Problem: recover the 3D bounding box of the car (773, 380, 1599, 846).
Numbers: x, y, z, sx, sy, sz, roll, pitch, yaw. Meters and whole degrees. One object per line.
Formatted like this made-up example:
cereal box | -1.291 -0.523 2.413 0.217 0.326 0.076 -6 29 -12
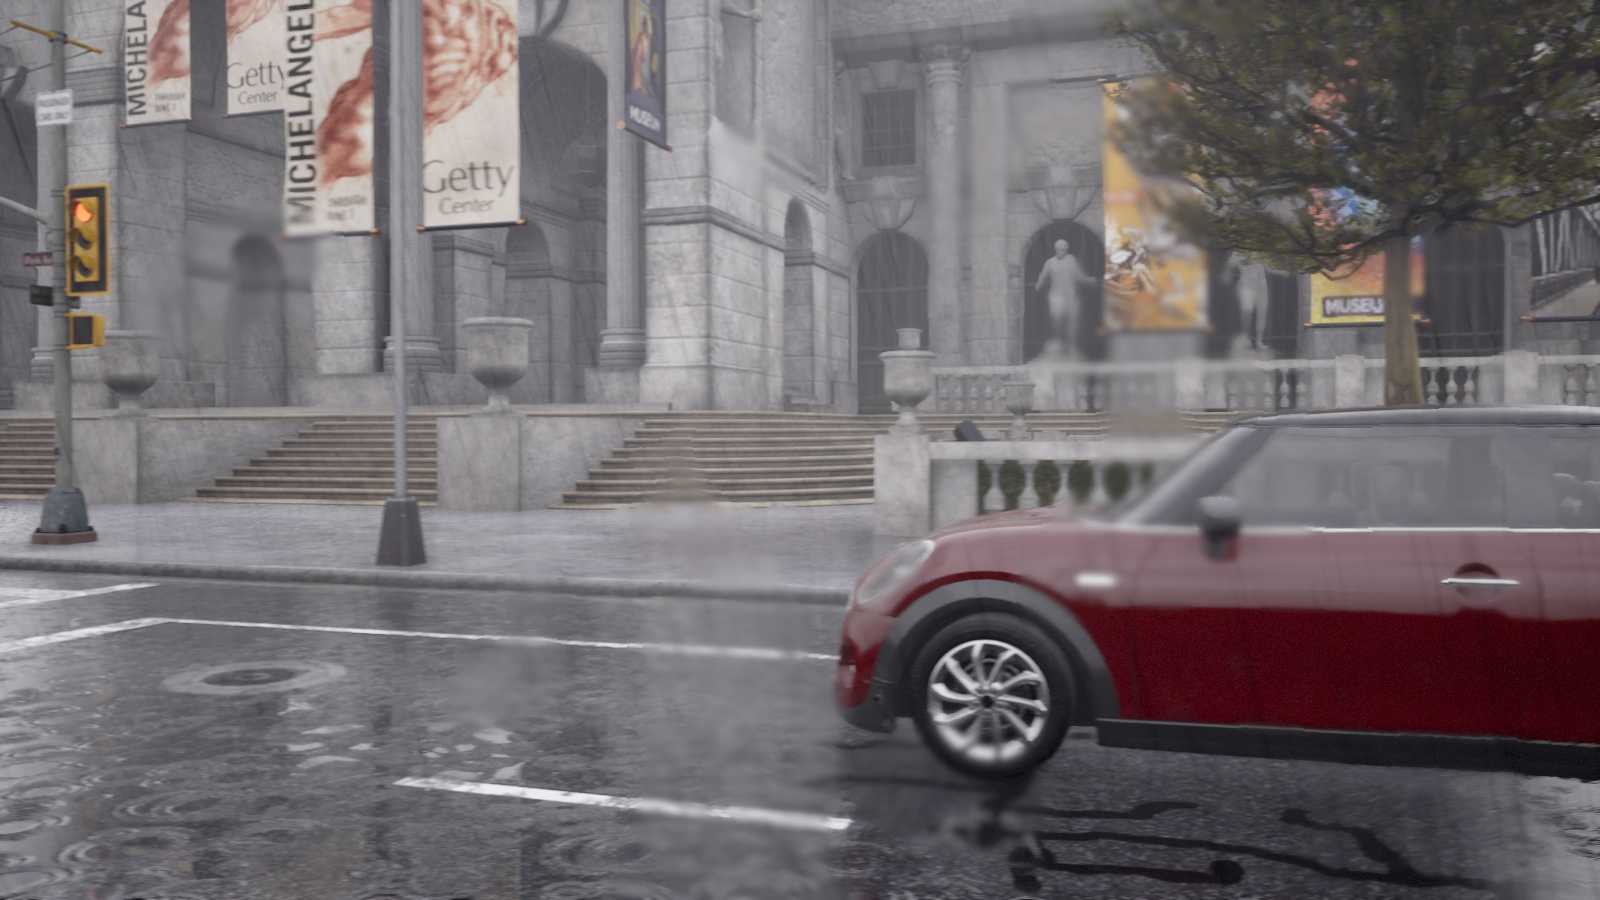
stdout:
car | 2.371 0.597 6.086 4.553 1.767 2.097 1 1 19
